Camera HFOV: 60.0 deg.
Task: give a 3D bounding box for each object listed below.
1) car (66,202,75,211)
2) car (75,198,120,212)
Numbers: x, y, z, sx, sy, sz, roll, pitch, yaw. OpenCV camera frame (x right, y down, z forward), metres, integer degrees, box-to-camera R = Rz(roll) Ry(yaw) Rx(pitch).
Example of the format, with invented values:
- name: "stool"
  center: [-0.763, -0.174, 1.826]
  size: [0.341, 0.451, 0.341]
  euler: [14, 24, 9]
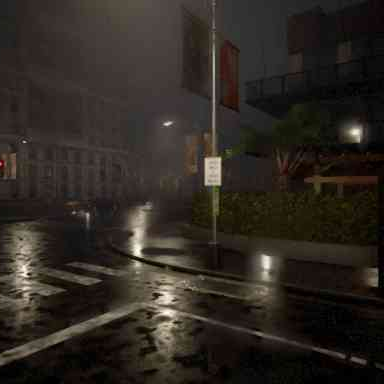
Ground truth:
- name: "car"
  center: [-13.050, 1.478, 40.877]
  size: [1.882, 1.535, 5.008]
  euler: [0, 0, 35]
- name: "car"
  center: [-10.553, 1.505, 38.334]
  size: [1.837, 1.490, 4.892]
  euler: [0, 0, 36]
